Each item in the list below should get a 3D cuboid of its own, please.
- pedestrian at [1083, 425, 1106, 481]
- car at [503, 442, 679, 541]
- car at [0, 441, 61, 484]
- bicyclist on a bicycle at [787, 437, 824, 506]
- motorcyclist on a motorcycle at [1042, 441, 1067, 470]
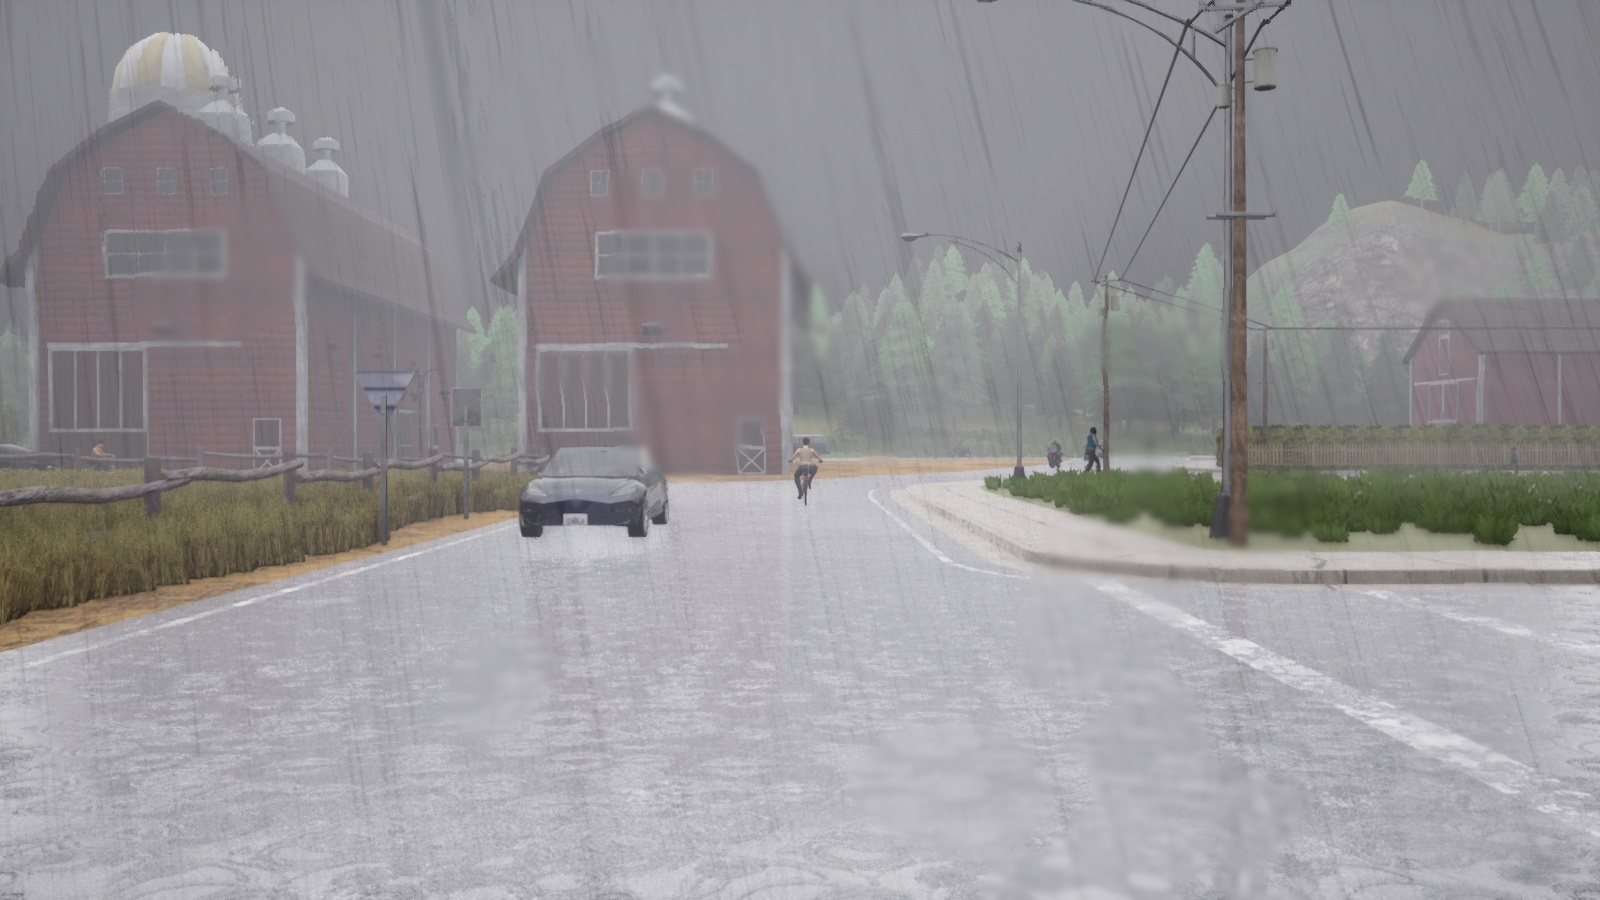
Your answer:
[{"bbox_3d":[10.319,0.101,44.045,0.692,1.930,0.396,0,0,-13],"label":"pedestrian"},{"bbox_3d":[-3.380,0.617,21.281,2.163,1.488,4.792,0,0,0],"label":"car"},{"bbox_3d":[-30.050,0.427,45.844,5.008,1.535,1.882,0,0,-3],"label":"car"},{"bbox_3d":[0.138,0.502,30.448,0.866,1.612,1.509,0,0,0],"label":"bicyclist on a bicycle"},{"bbox_3d":[13.611,0.271,67.076,0.866,1.530,2.191,0,1,24],"label":"motorcyclist on a motorcycle"}]
